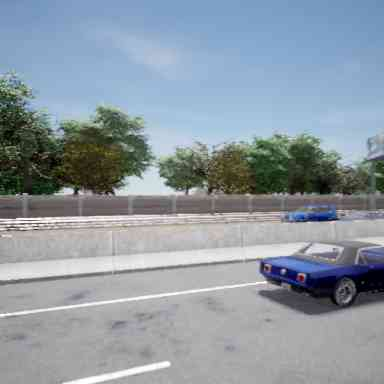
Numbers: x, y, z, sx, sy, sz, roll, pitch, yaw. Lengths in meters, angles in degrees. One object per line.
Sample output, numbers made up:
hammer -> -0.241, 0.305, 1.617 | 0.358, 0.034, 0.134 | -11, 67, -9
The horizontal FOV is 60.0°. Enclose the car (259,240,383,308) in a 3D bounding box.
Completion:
car -> 4.192, 1.892, 8.518 | 4.718, 1.301, 1.895 | 0, -2, -23

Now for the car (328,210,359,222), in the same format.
car -> 14.736, 2.494, 28.508 | 5.357, 1.411, 2.033 | 0, -3, -23

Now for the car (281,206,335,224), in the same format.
car -> 10.899, 2.304, 30.678 | 5.566, 2.045, 2.150 | 0, -3, -23

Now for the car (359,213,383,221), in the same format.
car -> 15.318, 2.148, 24.961 | 4.553, 1.767, 2.097 | 0, -2, -23
